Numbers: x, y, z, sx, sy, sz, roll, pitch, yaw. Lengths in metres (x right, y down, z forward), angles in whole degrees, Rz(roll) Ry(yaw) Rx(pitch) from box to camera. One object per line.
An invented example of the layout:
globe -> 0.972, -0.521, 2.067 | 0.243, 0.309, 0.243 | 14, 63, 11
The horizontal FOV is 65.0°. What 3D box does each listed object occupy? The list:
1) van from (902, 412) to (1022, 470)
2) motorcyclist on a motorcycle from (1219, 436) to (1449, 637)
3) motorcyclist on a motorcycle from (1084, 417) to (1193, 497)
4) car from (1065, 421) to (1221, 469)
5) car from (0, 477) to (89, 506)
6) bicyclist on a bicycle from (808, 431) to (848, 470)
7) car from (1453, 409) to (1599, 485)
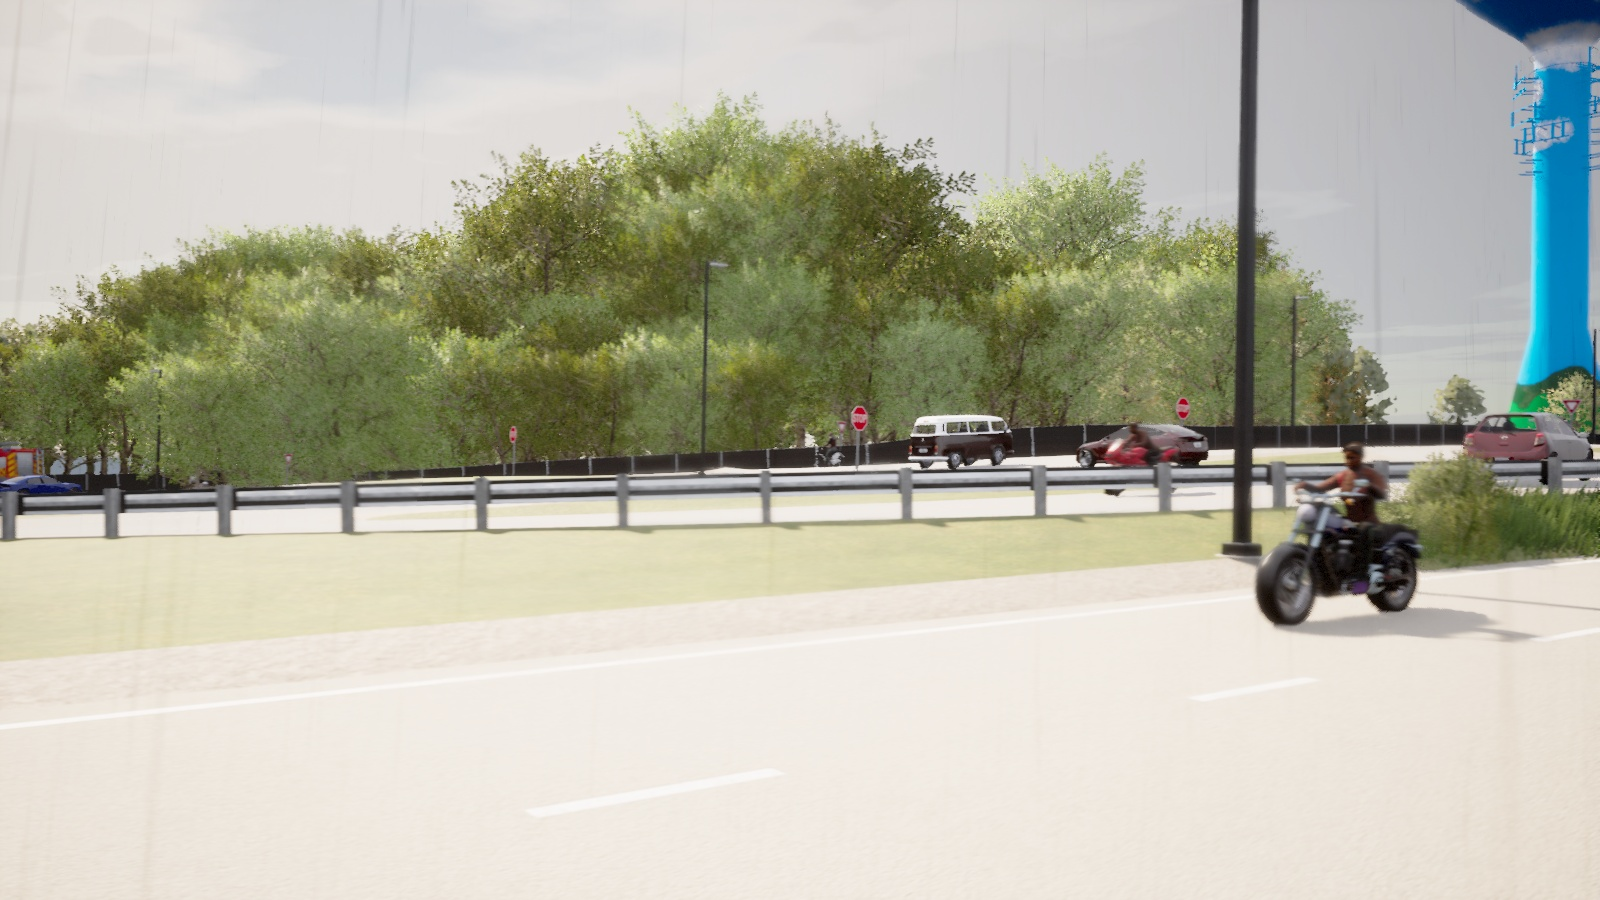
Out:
van -> 6.334, -0.367, 48.791 | 4.480, 2.038, 2.069 | -4, 2, -40
motorcyclist on a motorcycle -> 4.829, 0.708, 11.283 | 2.350, 1.649, 0.766 | 0, 0, -35
motorcyclist on a motorcycle -> 6.889, 0.139, 25.533 | 2.044, 1.523, 0.797 | -2, -1, -25
car -> 11.661, -0.172, 42.939 | 2.163, 1.488, 4.792 | -3, 1, -36
car -> -44.811, 2.426, 73.880 | 1.882, 1.535, 5.008 | 0, 0, 25
bicyclist on a bicycle -> 1.311, 0.028, 59.898 | 1.843, 1.776, 0.659 | -3, -3, 38
car -> 15.628, -0.093, 26.840 | 3.633, 1.501, 1.845 | -2, 1, -43
